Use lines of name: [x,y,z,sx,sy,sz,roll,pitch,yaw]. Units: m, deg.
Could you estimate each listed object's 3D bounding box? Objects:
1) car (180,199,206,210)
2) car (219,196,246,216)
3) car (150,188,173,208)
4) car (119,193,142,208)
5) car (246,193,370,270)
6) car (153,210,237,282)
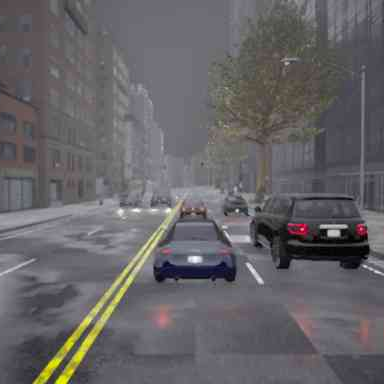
car: [0.085,1.193,25.269,1.895,1.301,4.718,0,1,0]
car: [3.341,1.071,26.837,1.837,1.490,4.892,0,1,0]
car: [-3.335,0.618,37.289,2.150,2.045,5.566,0,1,0]
car: [-6.584,0.921,36.131,1.837,1.490,4.892,0,0,0]
car: [3.339,1.047,10.528,2.150,2.045,5.566,0,0,0]
car: [0.078,1.413,9.285,1.994,1.385,4.181,0,1,0]
